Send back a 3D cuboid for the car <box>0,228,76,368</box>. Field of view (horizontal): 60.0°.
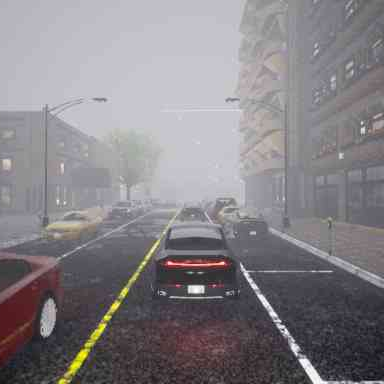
[{"bbox_3d":[-3.106,1.479,3.595,1.882,1.535,5.008,0,0,0],"label":"car"}]

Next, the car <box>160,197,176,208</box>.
[{"bbox_3d":[-3.096,1.669,48.119,1.895,1.301,4.718,0,0,0],"label":"car"}]

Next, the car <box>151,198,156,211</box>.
[{"bbox_3d":[-5.723,1.601,39.337,1.802,1.307,4.206,1,0,0],"label":"car"}]

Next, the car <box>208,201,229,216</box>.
[{"bbox_3d":[2.635,1.597,33.726,1.802,1.307,4.206,1,0,0],"label":"car"}]

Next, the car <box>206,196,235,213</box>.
[{"bbox_3d":[2.651,1.327,28.040,2.192,1.841,5.009,1,0,0],"label":"car"}]

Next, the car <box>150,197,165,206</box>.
[{"bbox_3d":[-5.757,1.583,56.398,2.008,1.369,4.403,1,0,0],"label":"car"}]

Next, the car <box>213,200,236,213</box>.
[{"bbox_3d":[2.658,1.534,22.522,1.752,1.417,4.829,1,0,0],"label":"car"}]

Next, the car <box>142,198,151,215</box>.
[{"bbox_3d":[-5.710,1.455,33.651,1.967,1.590,4.097,1,0,0],"label":"car"}]

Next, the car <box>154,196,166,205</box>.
[{"bbox_3d":[-5.938,1.563,61.914,1.752,1.417,4.829,1,0,0],"label":"car"}]

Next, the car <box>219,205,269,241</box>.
[{"bbox_3d":[2.670,1.557,16.666,2.008,1.369,4.403,1,0,0],"label":"car"}]

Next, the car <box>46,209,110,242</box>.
[{"bbox_3d":[-5.676,1.532,16.421,1.752,1.417,4.829,1,0,0],"label":"car"}]

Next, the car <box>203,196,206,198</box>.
[{"bbox_3d":[2.612,1.589,45.099,1.947,1.339,4.313,1,0,0],"label":"car"}]

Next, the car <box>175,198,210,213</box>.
[{"bbox_3d":[0.046,1.502,26.359,2.128,1.511,4.902,0,0,0],"label":"car"}]

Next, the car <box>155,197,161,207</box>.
[{"bbox_3d":[-5.746,1.594,50.710,1.947,1.339,4.313,1,0,0],"label":"car"}]

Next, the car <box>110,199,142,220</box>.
[{"bbox_3d":[-5.698,1.452,27.963,1.967,1.590,4.097,1,0,0],"label":"car"}]

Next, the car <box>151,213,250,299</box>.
[{"bbox_3d":[0.081,1.508,8.421,1.837,1.490,4.892,0,0,0],"label":"car"}]

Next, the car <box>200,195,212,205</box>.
[{"bbox_3d":[2.627,1.478,62.156,1.967,1.590,4.097,1,0,0],"label":"car"}]
